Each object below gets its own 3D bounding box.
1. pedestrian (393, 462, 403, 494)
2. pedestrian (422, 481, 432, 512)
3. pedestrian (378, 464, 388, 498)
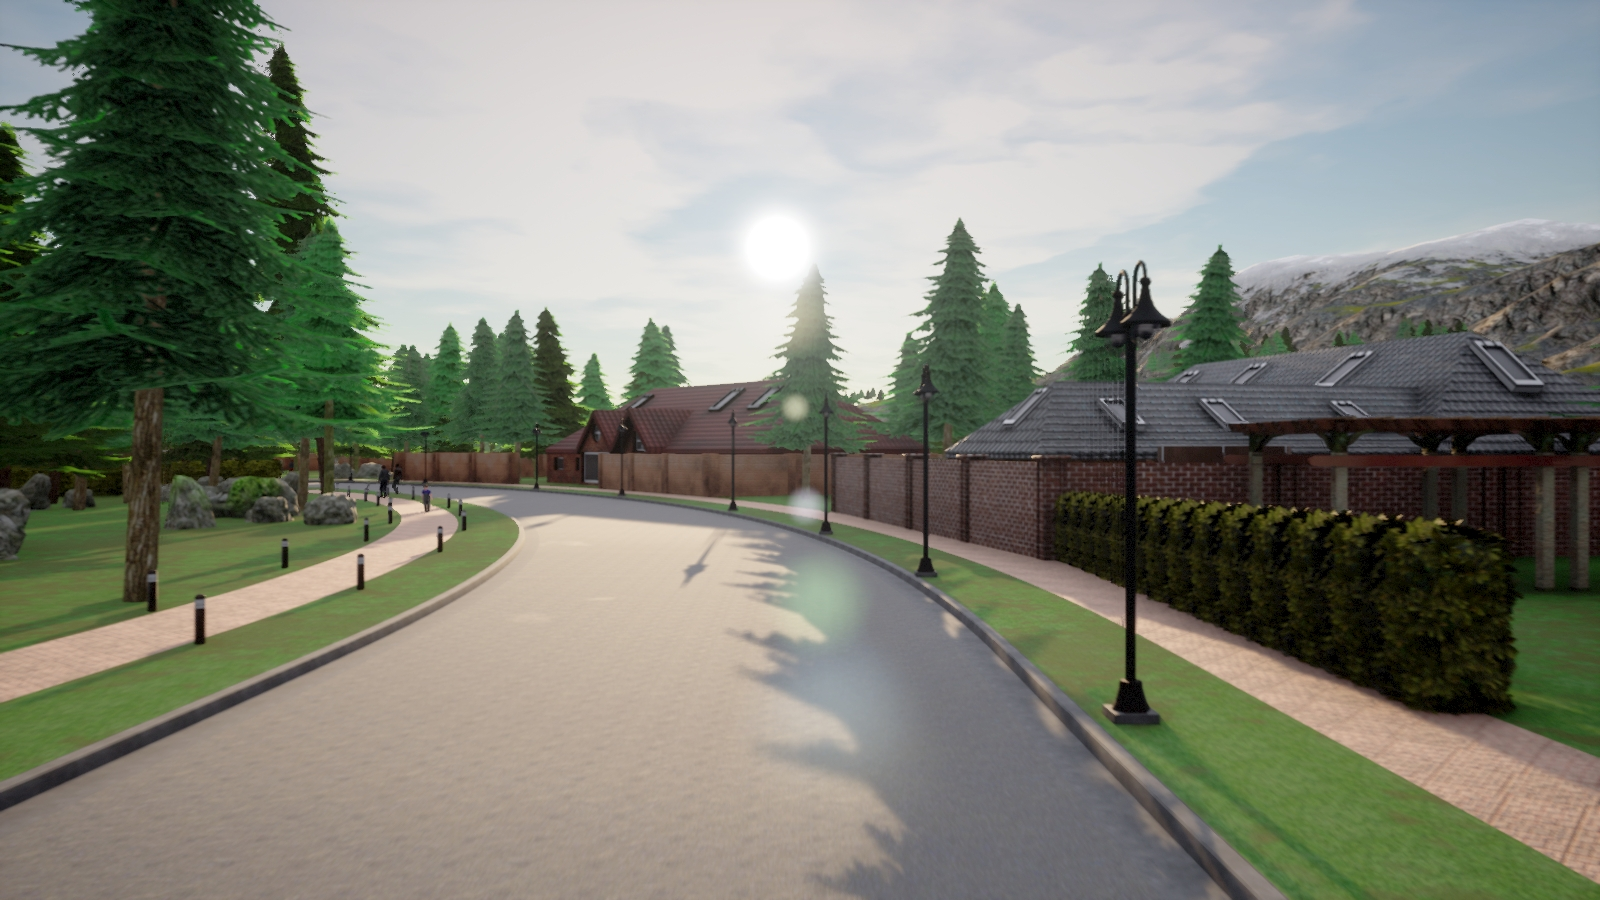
[{"bbox_3d":[-23.521,1.661,66.852,0.375,1.860,0.375,0,0,40],"label":"pedestrian"},{"bbox_3d":[-15.648,1.942,47.889,0.375,1.300,0.375,0,0,-16],"label":"pedestrian"},{"bbox_3d":[-22.396,1.661,61.356,0.375,1.860,0.375,0,0,-45],"label":"pedestrian"}]
